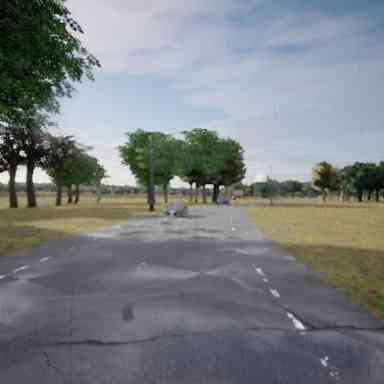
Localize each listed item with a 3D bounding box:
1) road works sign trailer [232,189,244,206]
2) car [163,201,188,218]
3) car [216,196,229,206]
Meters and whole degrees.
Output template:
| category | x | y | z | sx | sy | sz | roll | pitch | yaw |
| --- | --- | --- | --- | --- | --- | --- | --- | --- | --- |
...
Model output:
| category | x | y | z | sx | sy | sz | roll | pitch | yaw |
| --- | --- | --- | --- | --- | --- | --- | --- | --- | --- |
| road works sign trailer | 10.010 | 1.244 | 71.808 | 2.380 | 3.560 | 2.880 | 0 | -1 | 16 |
| car | -1.512 | 1.667 | 32.384 | 2.128 | 1.511 | 4.902 | 0 | -1 | 7 |
| car | 6.830 | 1.929 | 73.344 | 2.150 | 2.045 | 5.566 | 0 | -1 | 16 |
